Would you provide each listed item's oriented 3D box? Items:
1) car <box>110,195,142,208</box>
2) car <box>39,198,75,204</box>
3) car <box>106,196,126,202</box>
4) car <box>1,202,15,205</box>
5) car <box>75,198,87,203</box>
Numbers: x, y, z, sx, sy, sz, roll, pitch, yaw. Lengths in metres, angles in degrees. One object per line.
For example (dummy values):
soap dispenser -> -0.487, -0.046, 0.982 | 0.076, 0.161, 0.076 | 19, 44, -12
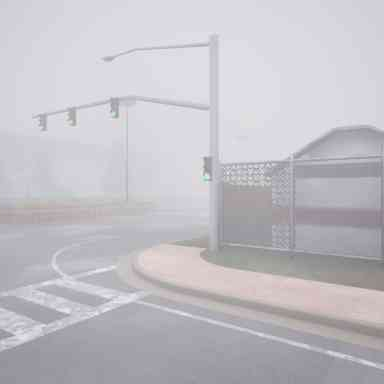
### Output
car -> -9.681, 1.353, 49.007 | 2.097, 1.767, 4.553 | 0, 0, 34
car -> -14.946, 1.563, 34.849 | 1.994, 1.385, 4.181 | 0, 0, 34
car -> -9.787, 1.547, 42.562 | 2.033, 1.411, 5.357 | 0, 0, 34
car -> -20.372, 1.547, 33.028 | 2.033, 1.411, 5.357 | 0, 0, 34
car -> -15.129, 1.504, 40.870 | 1.837, 1.490, 4.892 | 0, 0, 34
